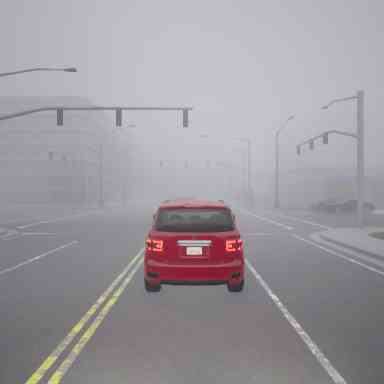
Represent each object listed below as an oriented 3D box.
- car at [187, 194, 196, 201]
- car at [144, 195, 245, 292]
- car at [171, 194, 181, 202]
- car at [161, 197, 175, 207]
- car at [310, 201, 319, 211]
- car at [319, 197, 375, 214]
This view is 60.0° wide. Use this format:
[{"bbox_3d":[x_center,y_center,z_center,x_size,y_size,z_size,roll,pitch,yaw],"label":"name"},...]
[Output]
[{"bbox_3d":[-0.139,1.340,82.910,2.128,1.511,4.902,0,0,0],"label":"car"},{"bbox_3d":[0.057,1.221,9.054,2.150,2.045,5.566,0,0,0],"label":"car"},{"bbox_3d":[-3.629,1.355,77.432,2.097,1.767,4.553,0,0,0],"label":"car"},{"bbox_3d":[-3.661,1.563,51.049,1.994,1.385,4.181,0,0,-1],"label":"car"},{"bbox_3d":[16.094,1.352,38.598,4.553,1.767,2.097,0,0,0],"label":"car"},{"bbox_3d":[16.553,1.478,35.091,5.008,1.535,1.882,0,0,0],"label":"car"}]
